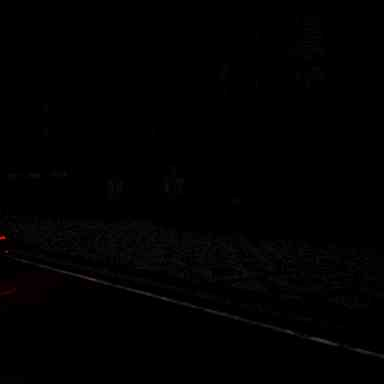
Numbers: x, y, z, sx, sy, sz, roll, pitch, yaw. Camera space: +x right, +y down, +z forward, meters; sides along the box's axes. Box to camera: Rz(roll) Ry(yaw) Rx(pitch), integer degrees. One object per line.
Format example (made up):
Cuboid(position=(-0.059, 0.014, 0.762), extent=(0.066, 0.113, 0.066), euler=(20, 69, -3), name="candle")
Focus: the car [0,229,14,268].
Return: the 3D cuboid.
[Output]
Cuboid(position=(-7.176, 1.462, 9.952), extent=(4.902, 1.511, 2.128), euler=(0, 0, 38), name="car")
